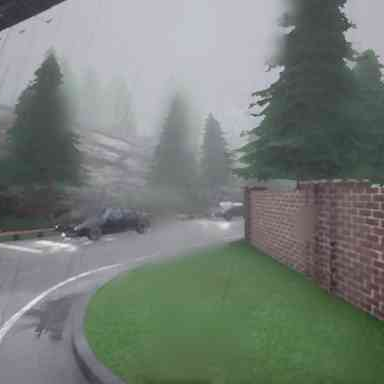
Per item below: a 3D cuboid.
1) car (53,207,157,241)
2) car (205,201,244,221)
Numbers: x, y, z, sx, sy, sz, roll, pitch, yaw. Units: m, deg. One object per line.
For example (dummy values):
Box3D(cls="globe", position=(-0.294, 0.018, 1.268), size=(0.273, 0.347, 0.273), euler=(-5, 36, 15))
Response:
Box3D(cls="car", position=(-3.994, 1.443, 16.406), size=(2.033, 1.411, 5.357), euler=(0, 0, 35))
Box3D(cls="car", position=(2.846, 1.422, 26.321), size=(1.812, 1.442, 4.674), euler=(0, 0, 34))
